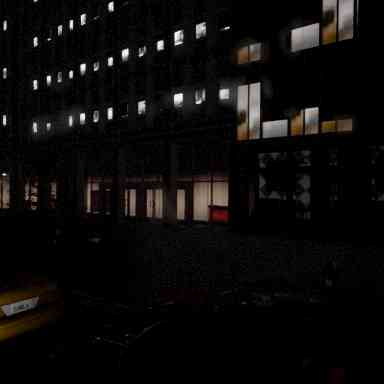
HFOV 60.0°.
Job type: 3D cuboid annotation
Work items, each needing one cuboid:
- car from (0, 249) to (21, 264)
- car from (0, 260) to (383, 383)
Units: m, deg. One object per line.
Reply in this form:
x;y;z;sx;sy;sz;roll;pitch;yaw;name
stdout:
-4.202;1.524;5.880;4.829;1.417;1.752;0;1;36;car
0.555;1.440;2.470;4.097;1.590;1.967;0;1;36;car
